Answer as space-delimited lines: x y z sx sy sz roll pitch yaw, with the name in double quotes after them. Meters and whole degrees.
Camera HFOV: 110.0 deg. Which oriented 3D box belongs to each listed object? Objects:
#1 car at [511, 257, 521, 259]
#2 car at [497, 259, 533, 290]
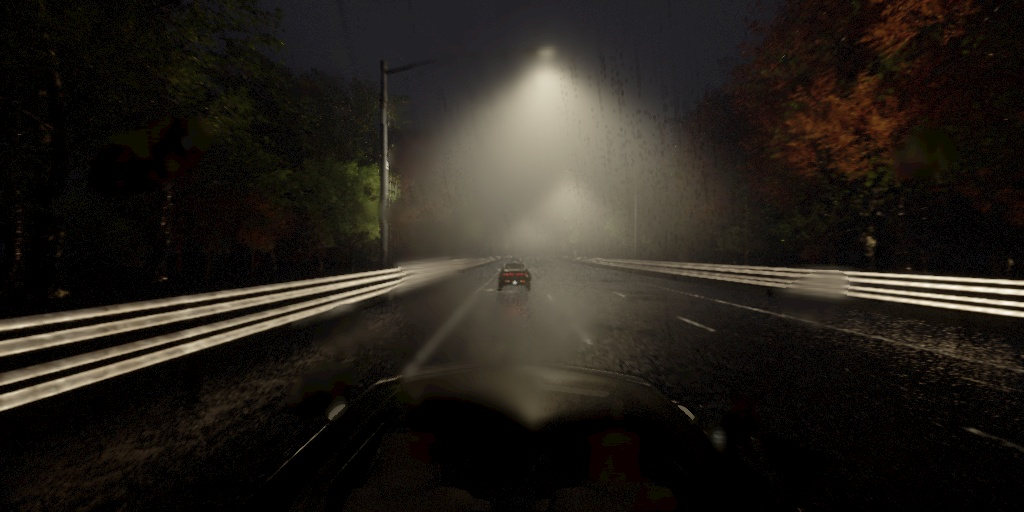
0.626 0.880 54.099 2.128 1.511 4.902 0 1 2 "car"
0.168 1.122 21.135 1.837 1.490 4.892 0 0 1 "car"
